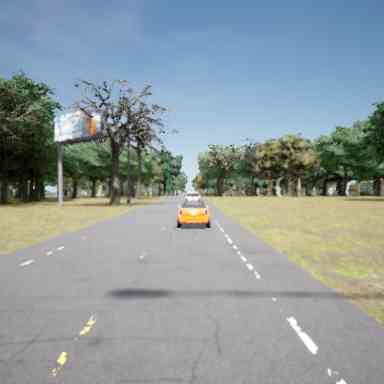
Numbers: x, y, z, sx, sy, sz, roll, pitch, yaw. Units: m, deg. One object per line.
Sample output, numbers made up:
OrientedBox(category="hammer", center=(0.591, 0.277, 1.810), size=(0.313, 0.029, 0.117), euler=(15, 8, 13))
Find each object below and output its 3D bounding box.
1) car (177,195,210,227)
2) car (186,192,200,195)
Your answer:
OrientedBox(category="car", center=(0.102, 1.314, 22.564), size=(2.097, 1.767, 4.553), euler=(0, 0, 0))
OrientedBox(category="car", center=(0.105, 1.017, 43.169), size=(2.150, 2.045, 5.566), euler=(0, 1, 0))
